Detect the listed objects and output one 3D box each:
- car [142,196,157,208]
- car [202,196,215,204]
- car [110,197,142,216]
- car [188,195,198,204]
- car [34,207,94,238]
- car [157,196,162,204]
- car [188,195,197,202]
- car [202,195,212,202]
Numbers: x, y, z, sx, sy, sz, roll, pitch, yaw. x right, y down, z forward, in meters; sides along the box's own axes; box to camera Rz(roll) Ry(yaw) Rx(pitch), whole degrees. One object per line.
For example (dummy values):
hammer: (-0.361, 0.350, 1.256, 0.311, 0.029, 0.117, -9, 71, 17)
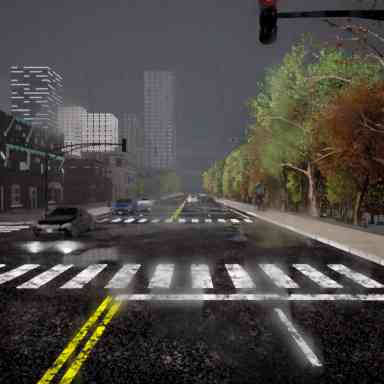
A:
car: (-6.553, 1.509, 47.669, 1.812, 1.442, 4.674, 0, 0, 0)
car: (3.401, 1.523, 63.759, 2.033, 1.411, 5.357, 0, 0, 0)
car: (-6.574, 1.342, 32.729, 2.097, 1.767, 4.553, 0, 0, 0)
car: (0.143, 1.501, 64.640, 1.812, 1.442, 4.674, 0, 0, 0)
car: (-6.582, 1.522, 17.648, 1.812, 1.442, 4.674, 0, 0, 0)
car: (-6.512, 1.469, 60.878, 2.128, 1.511, 4.902, 0, 0, 0)
car: (0.075, 1.447, 74.833, 1.882, 1.535, 5.008, 0, 0, 0)
car: (3.317, 1.510, 74.412, 2.033, 1.411, 5.357, 0, 0, 0)
